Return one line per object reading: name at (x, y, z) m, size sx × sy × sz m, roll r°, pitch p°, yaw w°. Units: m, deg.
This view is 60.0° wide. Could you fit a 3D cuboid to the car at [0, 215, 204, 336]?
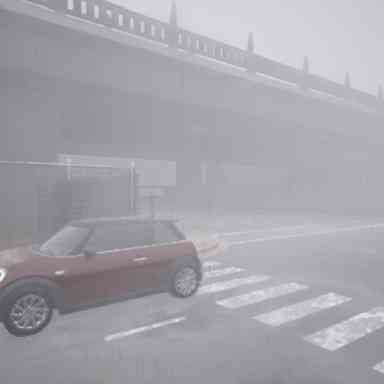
car at (-2.016, 1.347, 6.822) m, size 4.553 × 1.767 × 2.097 m, roll 0°, pitch 0°, yaw -37°
